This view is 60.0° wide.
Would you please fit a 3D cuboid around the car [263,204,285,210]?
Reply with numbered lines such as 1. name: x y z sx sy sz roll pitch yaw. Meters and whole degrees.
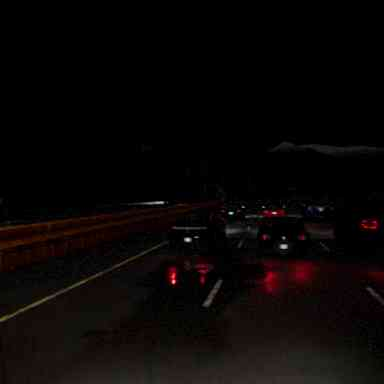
1. car: 7.082 1.682 28.802 1.994 1.385 4.181 -1 0 13

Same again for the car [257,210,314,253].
1. car: 3.746 1.655 13.988 1.895 1.301 4.718 -1 0 13

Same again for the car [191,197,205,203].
1. car: 2.418 2.002 77.615 1.882 1.535 5.008 -1 0 28

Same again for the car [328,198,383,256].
1. car: 7.139 1.221 13.150 2.150 2.045 5.566 -1 0 13

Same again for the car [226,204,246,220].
1. car: 3.668 1.732 29.572 1.994 1.385 4.181 -1 0 13

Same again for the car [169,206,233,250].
1. car: 0.374 1.596 14.942 2.128 1.511 4.902 -1 0 13

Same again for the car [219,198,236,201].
1. car: 8.445 1.965 74.049 2.033 1.411 5.357 -1 0 28

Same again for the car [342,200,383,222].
1. car: 13.950 1.498 27.445 1.882 1.535 5.008 -1 0 13

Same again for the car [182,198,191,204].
1. car: -0.594 2.097 79.398 1.812 1.442 4.674 -1 0 28

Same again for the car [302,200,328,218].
1. car: 10.445 1.418 27.836 2.097 1.767 4.553 -1 -1 13

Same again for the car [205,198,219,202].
1. car: 5.432 2.027 75.832 1.994 1.385 4.181 -1 0 28
